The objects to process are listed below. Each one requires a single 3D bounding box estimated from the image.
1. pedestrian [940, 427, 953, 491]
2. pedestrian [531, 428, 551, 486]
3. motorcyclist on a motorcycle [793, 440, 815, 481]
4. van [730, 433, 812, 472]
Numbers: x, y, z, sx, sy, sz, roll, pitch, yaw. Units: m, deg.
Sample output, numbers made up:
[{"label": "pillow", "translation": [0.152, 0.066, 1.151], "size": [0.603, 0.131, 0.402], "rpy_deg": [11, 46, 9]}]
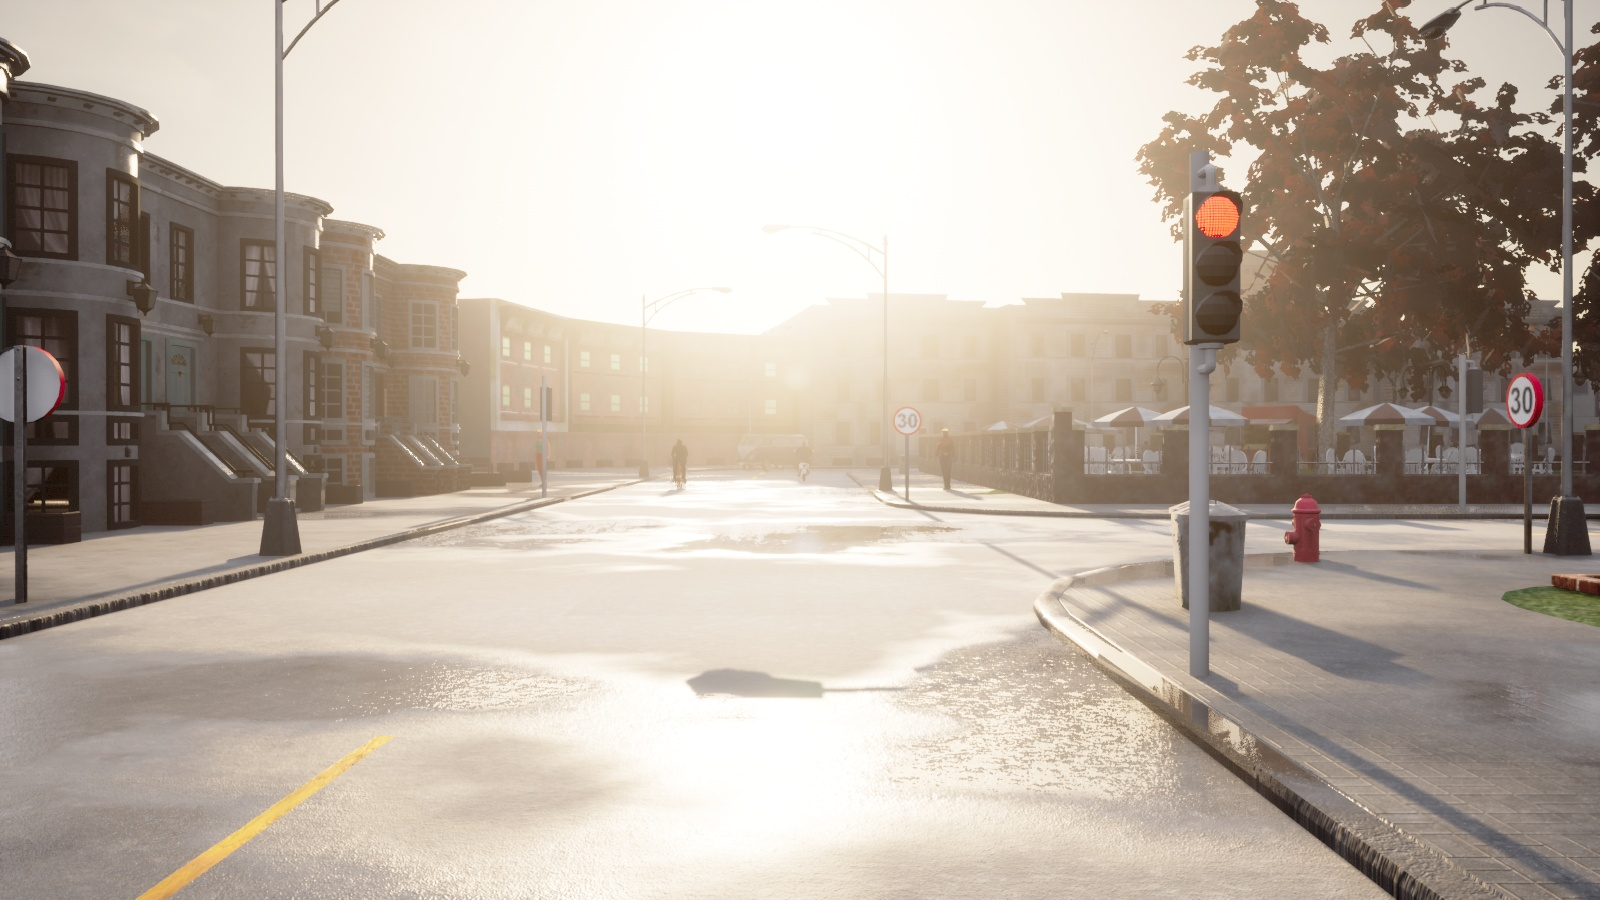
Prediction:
[{"label": "pedestrian", "translation": [4.282, 0.252, 36.739], "size": [0.331, 1.846, 0.636], "rpy_deg": [0, 0, 10]}, {"label": "pedestrian", "translation": [-8.228, 0.224, 39.944], "size": [0.345, 1.836, 0.594], "rpy_deg": [0, 0, 23]}, {"label": "motorcyclist on a motorcycle", "translation": [0.161, 0.418, 49.886], "size": [0.866, 1.590, 1.817], "rpy_deg": [0, 0, 0]}, {"label": "van", "translation": [-1.518, 0.121, 67.169], "size": [1.775, 1.987, 4.442], "rpy_deg": [0, 0, 42]}]
